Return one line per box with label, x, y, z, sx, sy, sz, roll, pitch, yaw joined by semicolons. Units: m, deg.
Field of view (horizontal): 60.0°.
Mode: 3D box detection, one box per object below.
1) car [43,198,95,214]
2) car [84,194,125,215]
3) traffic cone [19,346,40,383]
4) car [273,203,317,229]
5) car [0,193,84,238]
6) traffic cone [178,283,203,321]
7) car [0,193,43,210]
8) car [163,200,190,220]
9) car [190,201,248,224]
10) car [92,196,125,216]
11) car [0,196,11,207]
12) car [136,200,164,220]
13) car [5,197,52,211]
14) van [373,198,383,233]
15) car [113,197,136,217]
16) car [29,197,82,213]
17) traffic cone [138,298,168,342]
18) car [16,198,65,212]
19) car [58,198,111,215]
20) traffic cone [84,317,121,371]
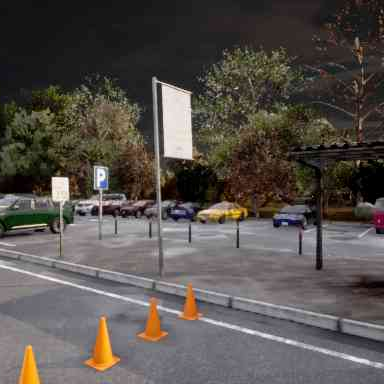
car;-13.417;1.459;36.486;2.097;1.535;5.008;0;0;35
car;-8.888;1.215;33.272;2.435;2.045;5.566;0;0;35
traffic cone;-1.756;1.957;3.580;0.340;0.580;0.340;0;0;35
car;7.005;1.514;22.095;2.163;1.488;4.792;0;0;35
car;-8.889;1.223;17.283;2.435;2.045;5.566;0;0;35
traffic cone;-0.030;1.957;6.028;0.340;0.580;0.340;0;0;36
car;-22.514;1.159;42.855;2.435;2.045;5.566;0;0;35
car;0.226;1.506;26.933;2.163;1.488;4.792;0;0;35
car;2.373;1.476;25.161;1.946;1.575;5.366;0;0;35
car;-6.598;1.469;31.703;2.097;1.535;5.008;0;0;35
car;-29.204;1.339;47.822;1.946;1.575;5.366;1;0;35
car;-2.056;1.475;28.511;2.231;1.521;4.892;0;0;35
car;-20.213;1.457;41.306;2.163;1.488;4.792;0;0;35
van;11.629;1.264;19.021;1.878;1.987;4.442;0;0;35
car;-4.328;1.471;30.107;2.097;1.535;5.008;0;0;35
car;-15.579;1.448;38.238;1.946;1.575;5.366;0;0;35
traffic cone;-0.605;1.957;5.213;0.340;0.580;0.340;0;0;35
car;-17.970;1.473;39.658;2.163;1.488;4.792;0;0;35
car;-11.145;1.465;34.887;2.231;1.521;4.892;0;0;35
traffic cone;-1.180;1.957;4.396;0.340;0.580;0.340;0;0;35
